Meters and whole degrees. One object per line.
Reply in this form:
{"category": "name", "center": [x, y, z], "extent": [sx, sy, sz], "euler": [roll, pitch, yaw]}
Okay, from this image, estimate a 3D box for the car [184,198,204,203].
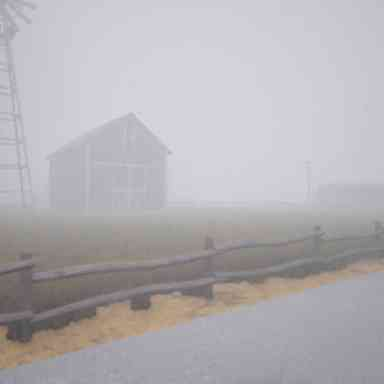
{"category": "car", "center": [0.520, 1.883, 61.686], "extent": [2.033, 1.411, 5.357], "euler": [1, 0, -35]}
